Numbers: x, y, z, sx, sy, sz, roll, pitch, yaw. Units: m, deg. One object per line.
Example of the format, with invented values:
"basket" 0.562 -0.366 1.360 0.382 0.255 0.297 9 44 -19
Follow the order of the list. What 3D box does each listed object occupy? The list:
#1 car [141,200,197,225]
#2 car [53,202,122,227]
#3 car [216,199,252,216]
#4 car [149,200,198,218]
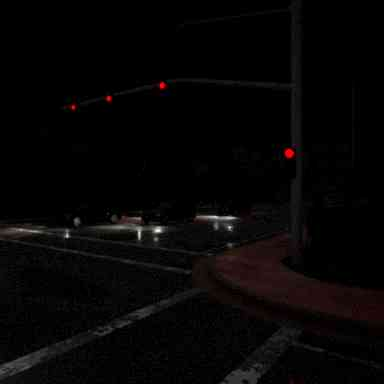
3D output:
"car" -1.619 1.478 24.764 1.882 1.535 5.008 0 0 36
"car" -7.133 1.478 23.067 1.882 1.535 5.008 0 0 36
"car" 4.232 1.505 32.910 1.837 1.490 4.892 0 0 36
"car" -1.610 1.505 30.788 1.837 1.490 4.892 0 0 36
